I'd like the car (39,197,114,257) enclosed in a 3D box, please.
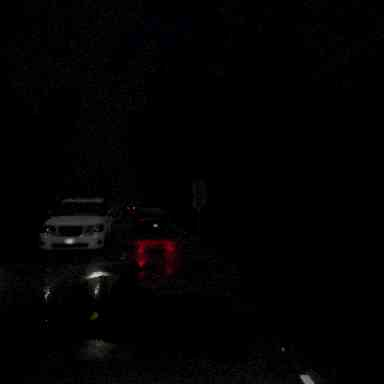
[{"bbox_3d":[-4.412,1.250,13.541,2.150,2.045,5.566,0,0,-9],"label":"car"}]

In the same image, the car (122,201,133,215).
[{"bbox_3d":[-6.342,1.674,35.449,2.033,1.411,5.357,0,-1,-14],"label":"car"}]

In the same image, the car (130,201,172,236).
[{"bbox_3d":[-2.341,1.530,19.049,1.882,1.535,5.008,0,0,-12],"label":"car"}]
